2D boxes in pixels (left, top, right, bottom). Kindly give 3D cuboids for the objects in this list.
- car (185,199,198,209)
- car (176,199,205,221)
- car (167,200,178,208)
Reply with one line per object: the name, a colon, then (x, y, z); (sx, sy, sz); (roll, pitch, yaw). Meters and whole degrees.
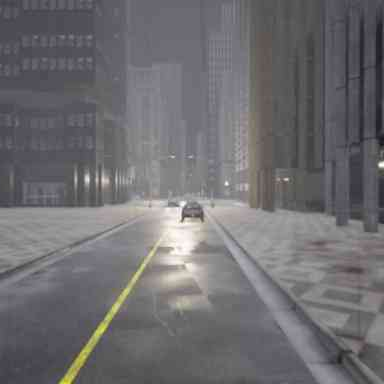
car: (-0.018, 1.780, 50.506); (1.837, 1.490, 4.892); (0, 0, 0)
car: (0.061, 1.634, 28.304); (2.128, 1.511, 4.902); (0, 0, 0)
car: (-3.085, 1.899, 54.426); (1.895, 1.301, 4.718); (0, 0, 0)
